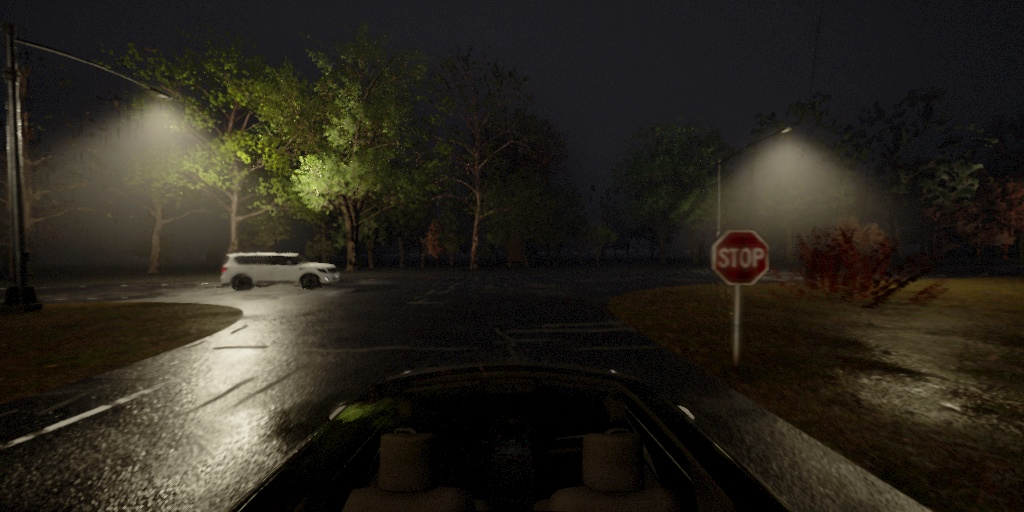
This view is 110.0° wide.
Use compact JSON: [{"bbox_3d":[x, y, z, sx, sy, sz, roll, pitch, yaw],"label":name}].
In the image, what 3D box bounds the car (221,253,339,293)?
[{"bbox_3d":[-12.700,0.831,19.891,5.566,2.045,2.150,-1,1,-10],"label":"car"}]
